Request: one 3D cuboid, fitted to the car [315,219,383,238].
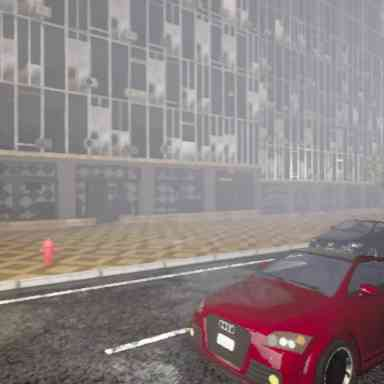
[{"bbox_3d":[6.053,1.693,11.874,4.181,1.385,1.994,1,0,-35],"label":"car"}]

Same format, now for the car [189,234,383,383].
[{"bbox_3d":[2.028,1.613,5.096,4.181,1.385,1.994,1,0,-35],"label":"car"}]
